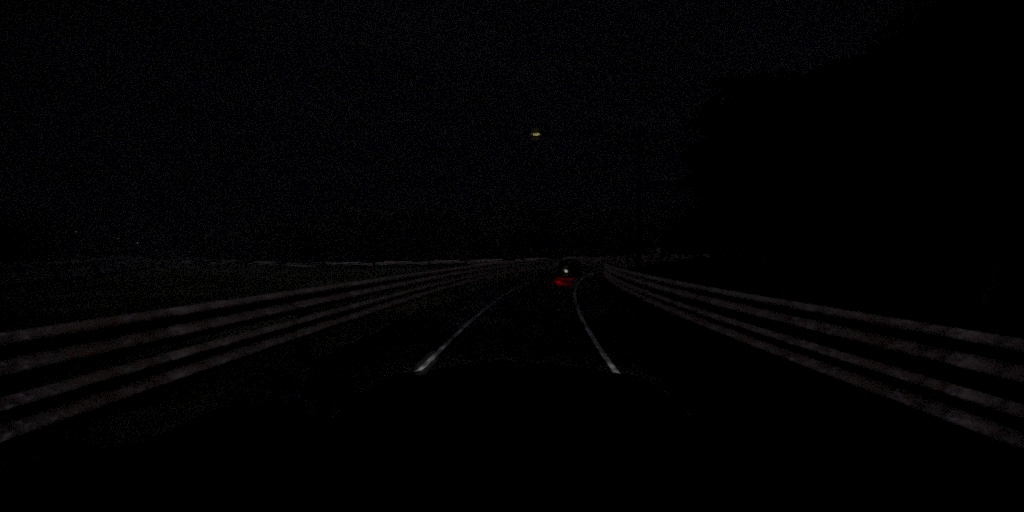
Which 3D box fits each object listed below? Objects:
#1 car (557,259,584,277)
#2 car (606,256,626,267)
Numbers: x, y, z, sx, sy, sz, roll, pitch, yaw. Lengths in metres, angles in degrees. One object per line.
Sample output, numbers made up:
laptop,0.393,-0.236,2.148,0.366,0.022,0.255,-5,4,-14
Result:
car,5.451,1.055,33.211,1.837,1.490,4.892,0,0,19
car,15.970,0.709,55.184,2.097,1.767,4.553,0,1,32
